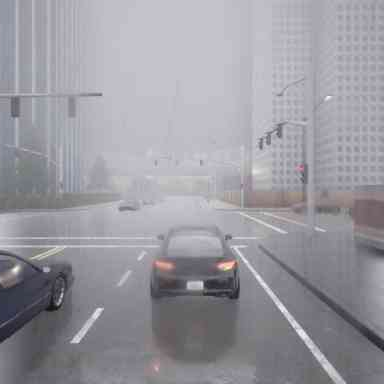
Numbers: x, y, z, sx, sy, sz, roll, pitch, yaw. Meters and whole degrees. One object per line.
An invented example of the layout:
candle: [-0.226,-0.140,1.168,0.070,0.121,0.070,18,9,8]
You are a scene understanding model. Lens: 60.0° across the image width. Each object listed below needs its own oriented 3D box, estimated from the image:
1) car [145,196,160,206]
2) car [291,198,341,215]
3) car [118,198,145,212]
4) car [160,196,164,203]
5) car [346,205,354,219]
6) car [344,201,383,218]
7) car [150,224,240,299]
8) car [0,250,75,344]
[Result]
car: [-7.136,1.492,55.590,2.128,1.511,4.902,0,0,0]
car: [12.383,1.352,33.512,4.553,1.767,2.097,0,0,0]
car: [-7.135,1.547,38.493,2.033,1.411,5.357,0,0,0]
car: [-7.064,1.520,70.946,2.128,1.511,4.902,0,0,0]
car: [14.992,1.352,26.322,4.553,1.767,2.097,0,0,1]
car: [16.856,1.547,29.994,5.357,1.411,2.033,0,0,0]
car: [0.070,1.526,8.309,1.812,1.442,4.674,0,0,0]
car: [-3.445,1.547,4.713,2.033,1.411,5.357,0,0,1]
